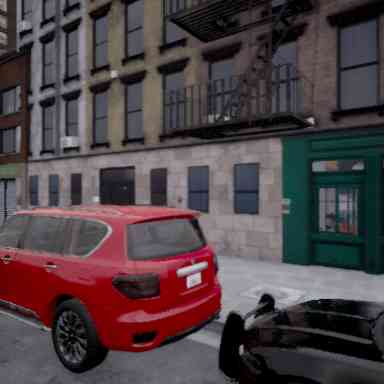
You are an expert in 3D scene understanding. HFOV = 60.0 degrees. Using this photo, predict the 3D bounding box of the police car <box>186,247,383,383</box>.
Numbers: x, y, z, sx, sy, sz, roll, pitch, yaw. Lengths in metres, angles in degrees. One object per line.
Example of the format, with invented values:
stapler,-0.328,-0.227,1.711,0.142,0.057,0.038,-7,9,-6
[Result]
police car,2.657,1.438,2.453,5.238,1.638,1.930,0,0,36

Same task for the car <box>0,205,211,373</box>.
car,-2.153,1.245,5.906,5.566,2.045,2.150,0,0,36
